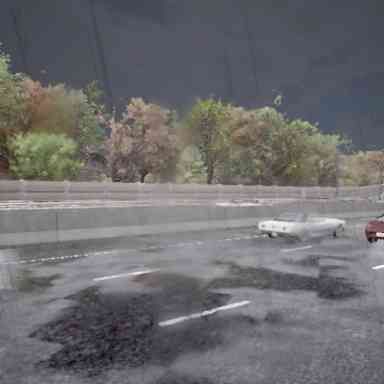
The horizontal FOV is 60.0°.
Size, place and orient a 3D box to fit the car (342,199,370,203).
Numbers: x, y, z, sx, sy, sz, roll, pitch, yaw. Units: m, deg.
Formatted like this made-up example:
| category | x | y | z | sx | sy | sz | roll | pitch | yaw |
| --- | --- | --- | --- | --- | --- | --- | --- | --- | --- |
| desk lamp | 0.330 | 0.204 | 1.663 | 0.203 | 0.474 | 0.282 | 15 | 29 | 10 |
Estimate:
| category | x | y | z | sx | sy | sz | roll | pitch | yaw |
| --- | --- | --- | --- | --- | --- | --- | --- | --- | --- |
| car | 20.418 | 1.709 | 40.015 | 4.181 | 1.385 | 1.994 | 0 | 0 | -35 |

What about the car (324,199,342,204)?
| category | x | y | z | sx | sy | sz | roll | pitch | yaw |
| --- | --- | --- | --- | --- | --- | --- | --- | --- | --- |
| car | 18.935 | 1.654 | 43.251 | 4.892 | 1.490 | 1.837 | 1 | -1 | -35 |

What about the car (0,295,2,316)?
| category | x | y | z | sx | sy | sz | roll | pitch | yaw |
| --- | --- | --- | --- | --- | --- | --- | --- | --- | --- |
| car | -5.269 | 1.501 | 4.288 | 4.892 | 1.490 | 1.837 | 0 | 0 | -35 |

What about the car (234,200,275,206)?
| category | x | y | z | sx | sy | sz | roll | pitch | yaw |
| --- | --- | --- | --- | --- | --- | --- | --- | --- | --- |
| car | 7.646 | 1.697 | 39.519 | 4.718 | 1.301 | 1.895 | 0 | 0 | -35 |

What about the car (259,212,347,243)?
| category | x | y | z | sx | sy | sz | roll | pitch | yaw |
| --- | --- | --- | --- | --- | --- | --- | --- | --- | --- |
| car | 5.549 | 1.640 | 16.301 | 4.718 | 1.301 | 1.895 | 0 | 0 | -36 |

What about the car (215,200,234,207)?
| category | x | y | z | sx | sy | sz | roll | pitch | yaw |
| --- | --- | --- | --- | --- | --- | --- | --- | --- | --- |
| car | 5.194 | 1.695 | 42.071 | 4.718 | 1.301 | 1.895 | 0 | 0 | -35 |

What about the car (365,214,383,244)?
| category | x | y | z | sx | sy | sz | roll | pitch | yaw |
| --- | --- | --- | --- | --- | --- | --- | --- | --- | --- |
| car | 9.539 | 1.573 | 14.852 | 4.674 | 1.442 | 1.812 | 0 | 0 | -35 |
